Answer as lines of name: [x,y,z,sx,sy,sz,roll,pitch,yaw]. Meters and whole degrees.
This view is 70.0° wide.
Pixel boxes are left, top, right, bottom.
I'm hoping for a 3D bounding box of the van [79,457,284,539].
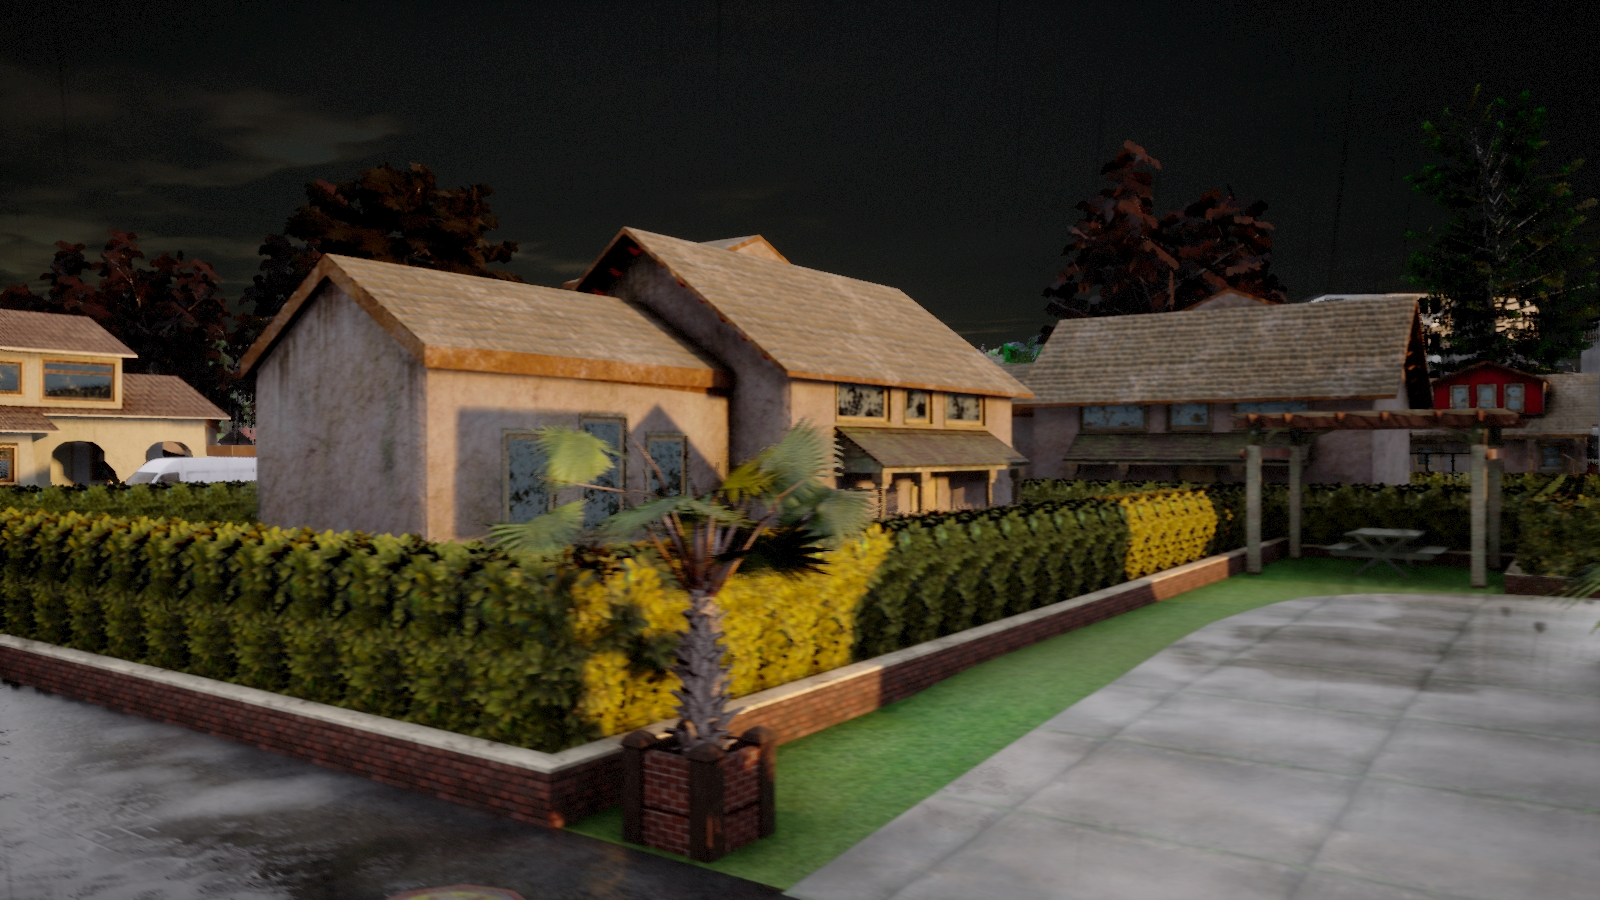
van: [-20.953,1.531,39.014,1.988,2.561,5.915,0,0,35]
